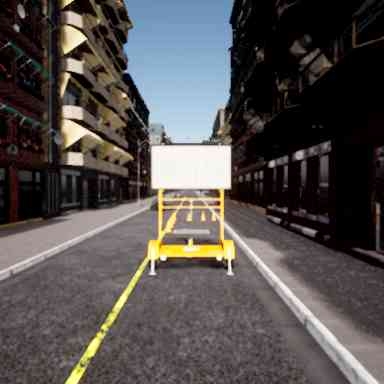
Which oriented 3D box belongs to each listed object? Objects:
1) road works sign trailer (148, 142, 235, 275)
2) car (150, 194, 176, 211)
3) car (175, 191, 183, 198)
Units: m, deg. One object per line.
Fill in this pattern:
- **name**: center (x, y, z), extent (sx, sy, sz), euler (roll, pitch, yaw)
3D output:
- **road works sign trailer**: center (-0.022, 0.330, 9.973), extent (2.380, 3.560, 2.880), euler (0, 1, 0)
- **car**: center (-2.918, 1.136, 32.626), extent (1.994, 1.385, 4.181), euler (0, 1, 0)
- **car**: center (-2.909, 0.576, 73.012), extent (1.812, 1.442, 4.674), euler (0, 1, 0)
